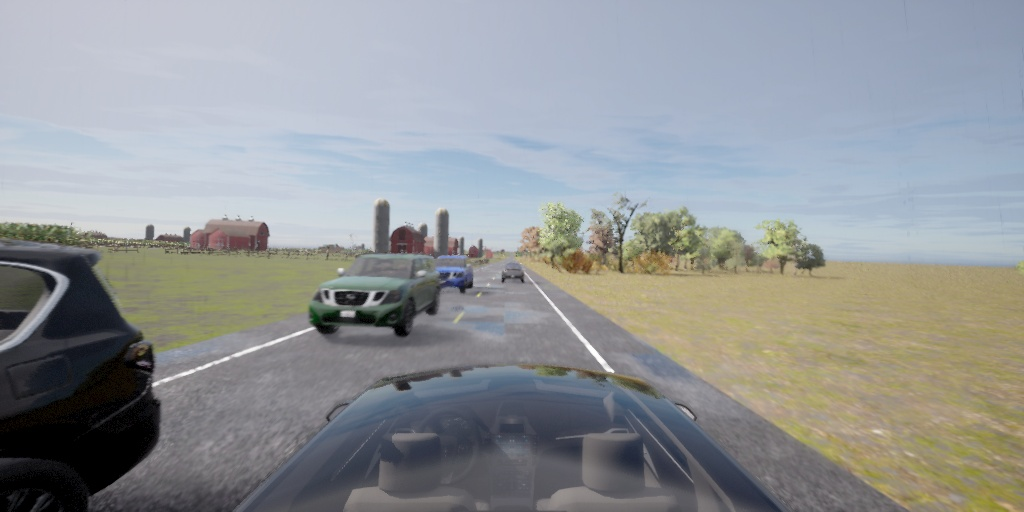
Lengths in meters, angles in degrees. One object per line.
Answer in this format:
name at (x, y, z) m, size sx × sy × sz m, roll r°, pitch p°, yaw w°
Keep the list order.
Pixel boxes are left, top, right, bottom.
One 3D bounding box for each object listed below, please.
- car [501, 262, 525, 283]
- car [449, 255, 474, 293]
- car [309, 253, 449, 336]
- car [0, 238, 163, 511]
car at (0.094, 1.392, 30.000) m, size 2.128 × 1.511 × 4.902 m, roll 1°, pitch 0°, yaw 0°
car at (-3.526, 0.981, 21.199) m, size 2.150 × 2.045 × 5.566 m, roll 1°, pitch 0°, yaw 0°
car at (-3.555, 0.926, 10.566) m, size 2.150 × 2.045 × 5.566 m, roll 1°, pitch 0°, yaw 0°
car at (-3.563, 0.871, 0.187) m, size 2.150 × 2.045 × 5.566 m, roll 1°, pitch 0°, yaw 0°
